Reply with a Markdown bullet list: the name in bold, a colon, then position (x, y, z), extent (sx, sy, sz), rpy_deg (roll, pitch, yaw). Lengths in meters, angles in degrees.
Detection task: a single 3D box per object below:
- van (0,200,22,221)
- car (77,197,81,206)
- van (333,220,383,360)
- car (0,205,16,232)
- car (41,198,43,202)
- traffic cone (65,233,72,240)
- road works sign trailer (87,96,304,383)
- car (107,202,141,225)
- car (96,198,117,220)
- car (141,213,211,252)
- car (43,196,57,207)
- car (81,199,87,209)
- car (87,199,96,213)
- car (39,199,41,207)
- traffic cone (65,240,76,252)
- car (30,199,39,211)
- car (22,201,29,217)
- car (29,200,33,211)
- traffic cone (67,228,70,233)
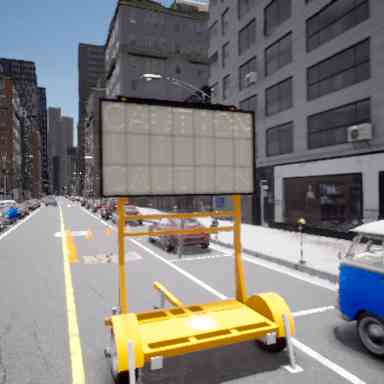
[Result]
- **van**: position (-14.686, 1.562, 25.974), extent (1.690, 1.788, 3.998), rpy_deg (-1, 0, -22)
- **car**: position (-19.064, 1.855, 59.782), extent (1.947, 1.339, 4.313), rpy_deg (-1, 0, -22)
- **van**: position (3.468, 1.279, 3.621), extent (1.690, 1.788, 3.998), rpy_deg (-1, 0, -22)
- **car**: position (-12.634, 1.740, 20.868), extent (2.008, 1.369, 4.403), rpy_deg (-1, 0, -22)
- **car**: position (-26.977, 1.858, 56.607), extent (1.967, 1.590, 4.097), rpy_deg (-1, 0, -22)
- **traffic cone**: position (-4.704, 2.020, 12.921), extent (0.340, 0.580, 0.340), rpy_deg (-1, 0, -22)
- **road works sign trailer**: position (-0.193, 0.460, 5.043), extent (2.380, 3.560, 2.880), rpy_deg (-1, 0, -22)
- **car**: position (-4.722, 1.643, 24.043), extent (1.802, 1.307, 4.206), rpy_deg (-1, 0, -22)
- **car**: position (-6.776, 1.408, 29.149), extent (2.192, 1.841, 5.009), rpy_deg (-1, 0, -22)
- **car**: position (-0.625, 1.581, 13.833), extent (1.802, 1.307, 4.206), rpy_deg (-1, 0, -22)
- **car**: position (-26.048, 1.938, 61.466), extent (1.994, 1.385, 4.181), rpy_deg (-1, 0, -22)
- **car**: position (-14.967, 1.774, 49.571), extent (2.008, 1.369, 4.403), rpy_deg (-1, 0, -22)
- **car**: position (-10.871, 1.597, 39.360), extent (1.967, 1.590, 4.097), rpy_deg (-1, 0, -22)
- **car**: position (-24.926, 1.966, 51.502), extent (1.802, 1.307, 4.206), rpy_deg (-1, 0, -22)
- **traffic cone**: position (-3.959, 2.009, 11.065), extent (0.340, 0.580, 0.340), rpy_deg (-1, 0, -22)
- **car**: position (-22.877, 1.917, 46.396), extent (1.947, 1.339, 4.313), rpy_deg (-1, 0, -22)
- **car**: position (-16.731, 1.819, 31.080), extent (1.947, 1.339, 4.313), rpy_deg (-1, 0, -22)
- **car**: position (-18.779, 1.867, 36.185), extent (1.802, 1.307, 4.206), rpy_deg (-1, 0, -22)
- **traffic cone**: position (-5.449, 2.032, 14.777), extent (0.340, 0.580, 0.340), rpy_deg (-1, 0, -22)
